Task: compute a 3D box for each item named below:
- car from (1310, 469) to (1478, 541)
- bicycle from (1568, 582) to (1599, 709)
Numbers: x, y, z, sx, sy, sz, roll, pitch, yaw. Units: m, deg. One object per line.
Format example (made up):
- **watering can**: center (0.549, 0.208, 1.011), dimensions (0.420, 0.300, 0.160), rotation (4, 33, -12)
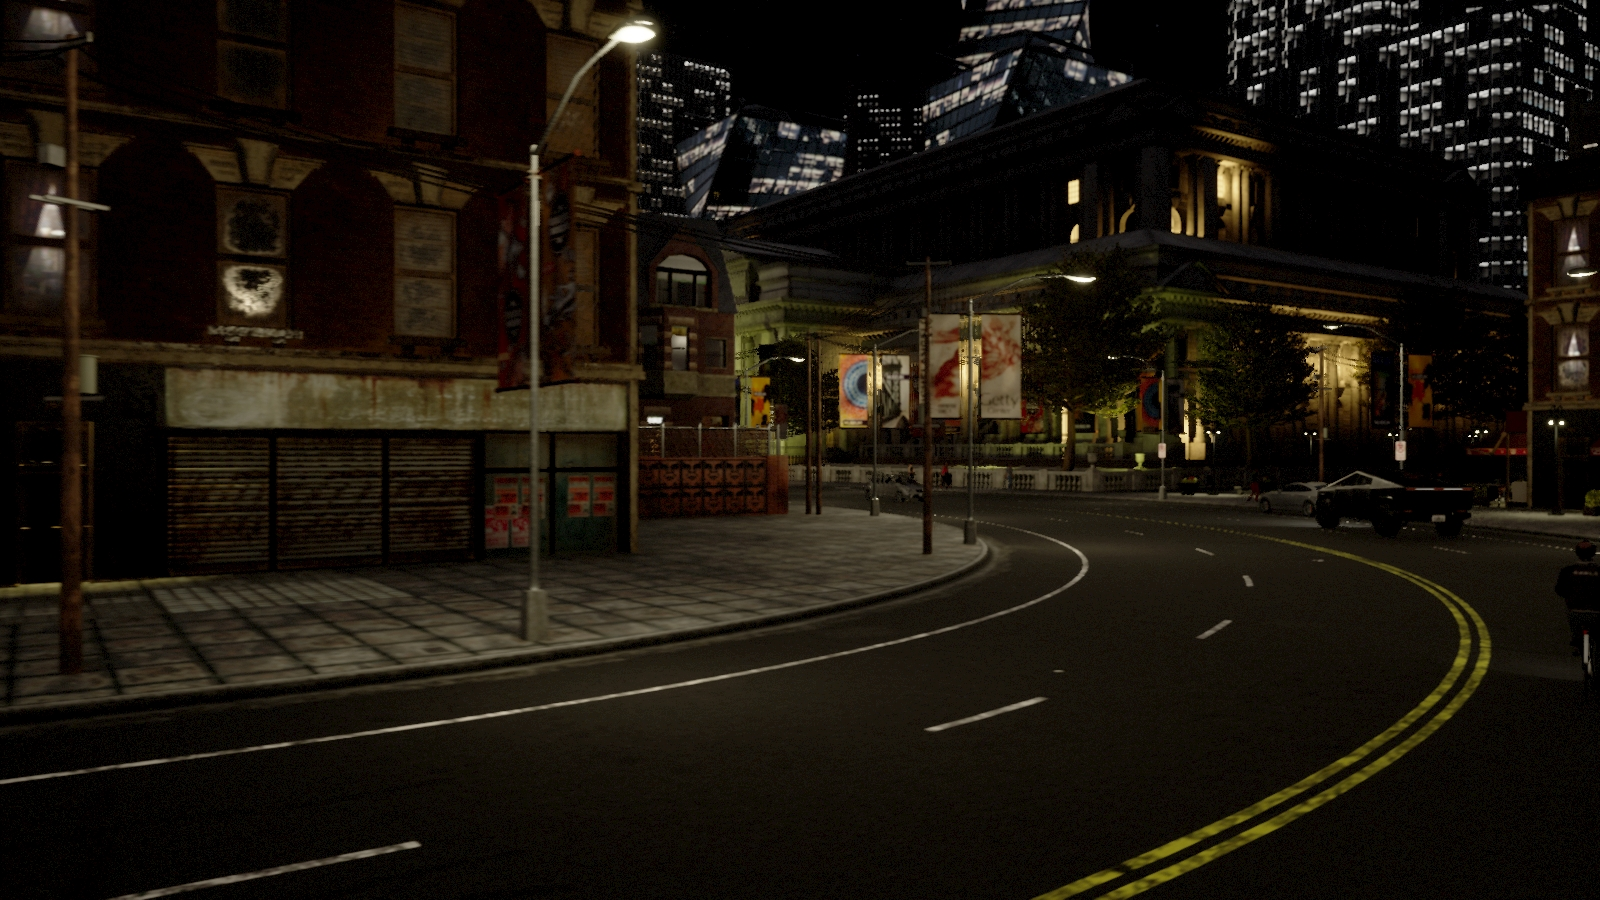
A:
- **car**: center (19.744, 1.758, 38.424), dimensions (2.390, 2.098, 6.274), rotation (0, 0, 0)
- **bicycle**: center (9.086, 2.211, 13.179), dimensions (0.329, 1.171, 1.835), rotation (-1, 0, 35)
